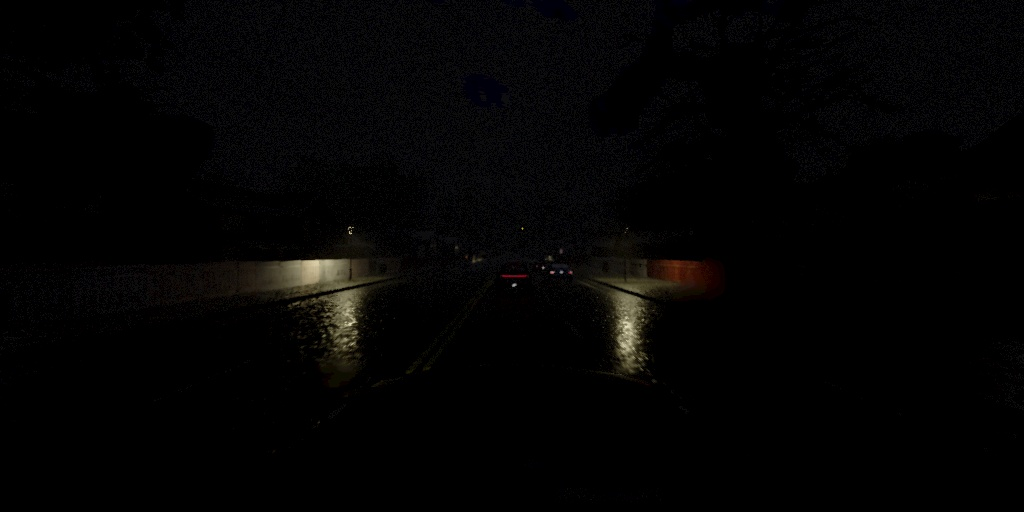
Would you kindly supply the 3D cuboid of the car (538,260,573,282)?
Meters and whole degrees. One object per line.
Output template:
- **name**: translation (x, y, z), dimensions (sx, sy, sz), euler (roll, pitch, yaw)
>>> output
- **car**: translation (3.371, 1.145, 27.055), dimensions (2.033, 1.411, 5.357), euler (0, 0, 0)

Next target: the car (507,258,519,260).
- **car**: translation (0.125, 0.994, 40.235), dimensions (1.882, 1.535, 5.008), euler (0, 0, 0)

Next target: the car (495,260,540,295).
- **car**: translation (0.111, 1.136, 19.069), dimensions (2.128, 1.511, 4.902), euler (0, 0, 0)
